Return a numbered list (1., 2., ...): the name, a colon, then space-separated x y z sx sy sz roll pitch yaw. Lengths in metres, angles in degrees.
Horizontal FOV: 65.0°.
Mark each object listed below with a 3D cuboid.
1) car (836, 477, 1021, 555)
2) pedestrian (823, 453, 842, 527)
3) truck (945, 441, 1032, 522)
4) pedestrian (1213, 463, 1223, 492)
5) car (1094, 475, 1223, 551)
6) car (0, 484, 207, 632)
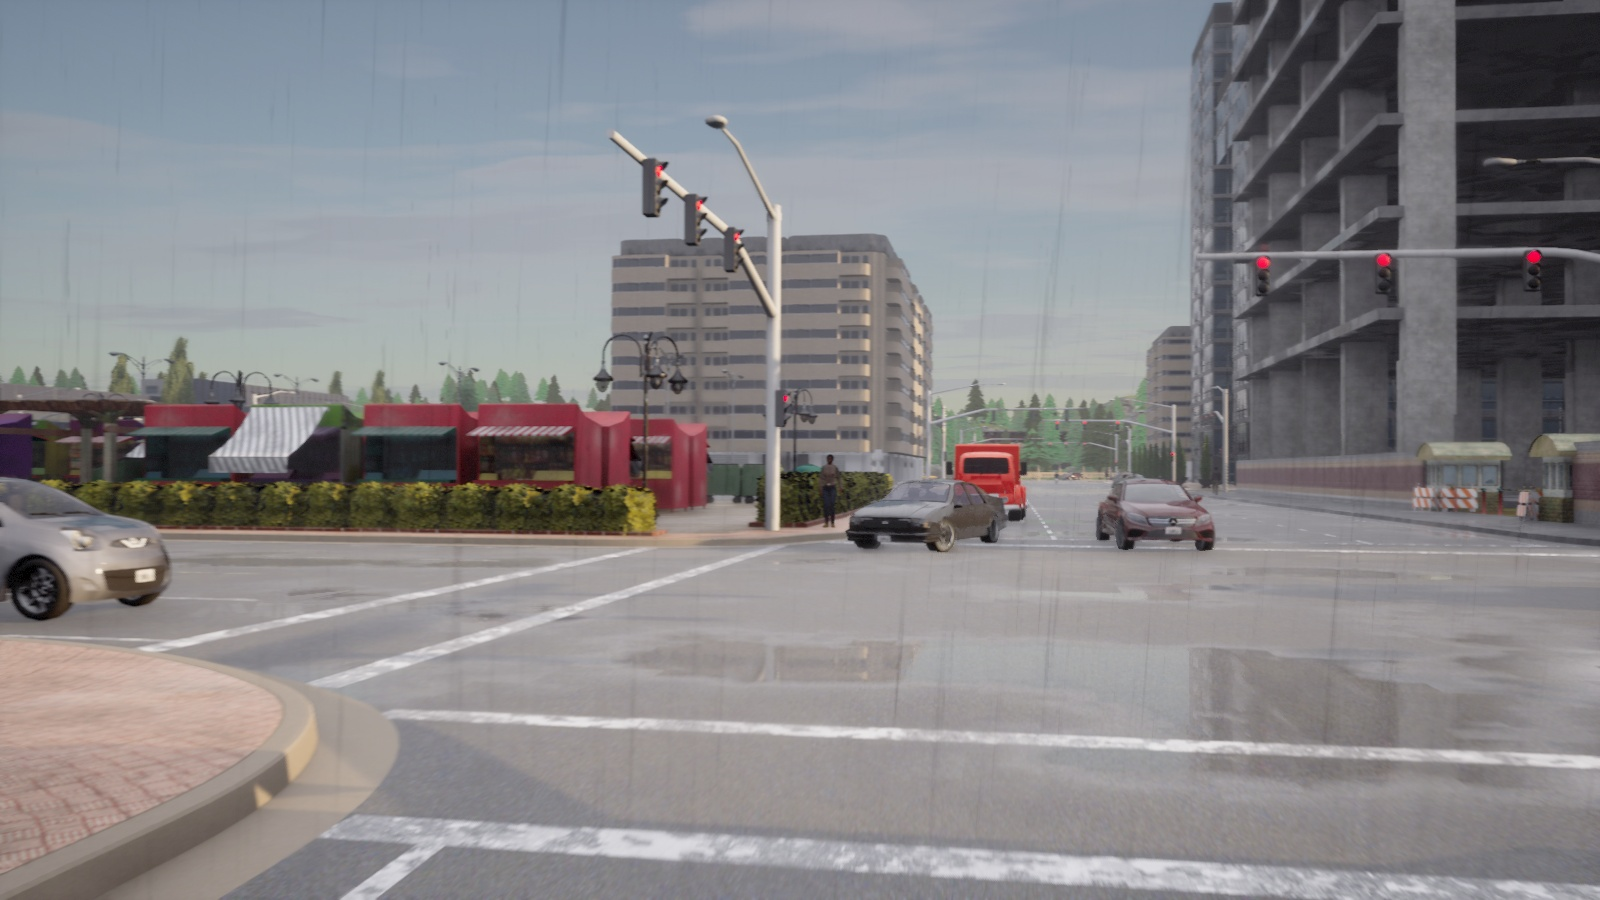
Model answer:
1. car: 2.876 1.318 26.736 2.033 1.411 5.357 0 0 28
2. pedestrian: 0.813 0.992 31.366 0.328 1.805 0.869 0 -1 12
3. truck: 6.213 0.999 41.136 2.627 2.467 5.204 0 -1 10
4. pedestrian: 26.640 1.733 80.012 0.431 1.840 0.703 0 -1 8
5. car: 7.693 1.298 27.373 1.812 1.442 4.674 0 0 4
6. car: -8.906 1.147 14.136 3.633 1.501 1.845 0 -1 10
